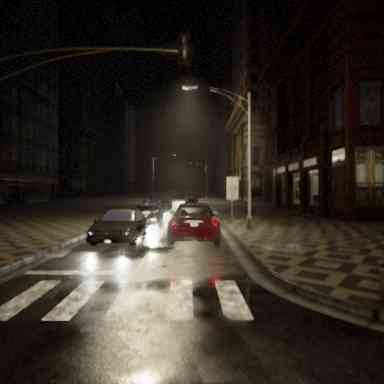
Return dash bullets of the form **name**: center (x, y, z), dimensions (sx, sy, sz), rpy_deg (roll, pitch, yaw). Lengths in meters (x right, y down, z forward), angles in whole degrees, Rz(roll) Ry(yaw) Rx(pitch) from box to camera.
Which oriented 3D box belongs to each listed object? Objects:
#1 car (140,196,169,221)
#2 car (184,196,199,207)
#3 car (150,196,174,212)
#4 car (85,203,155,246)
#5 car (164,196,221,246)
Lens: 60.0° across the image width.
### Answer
- **car**: center (-3.128, 1.298, 24.964), dimensions (2.128, 1.511, 4.902), rpy_deg (0, 0, 0)
- **car**: center (-0.067, 1.231, 45.163), dimensions (1.895, 1.301, 4.718), rpy_deg (0, 1, 0)
- **car**: center (-3.099, 1.207, 35.319), dimensions (2.128, 1.511, 4.902), rpy_deg (0, 1, 0)
- **car**: center (-3.120, 1.438, 15.021), dimensions (2.033, 1.411, 5.357), rpy_deg (0, 0, 0)
- **car**: center (0.080, 1.250, 14.767), dimensions (2.097, 1.767, 4.553), rpy_deg (0, 0, 0)
